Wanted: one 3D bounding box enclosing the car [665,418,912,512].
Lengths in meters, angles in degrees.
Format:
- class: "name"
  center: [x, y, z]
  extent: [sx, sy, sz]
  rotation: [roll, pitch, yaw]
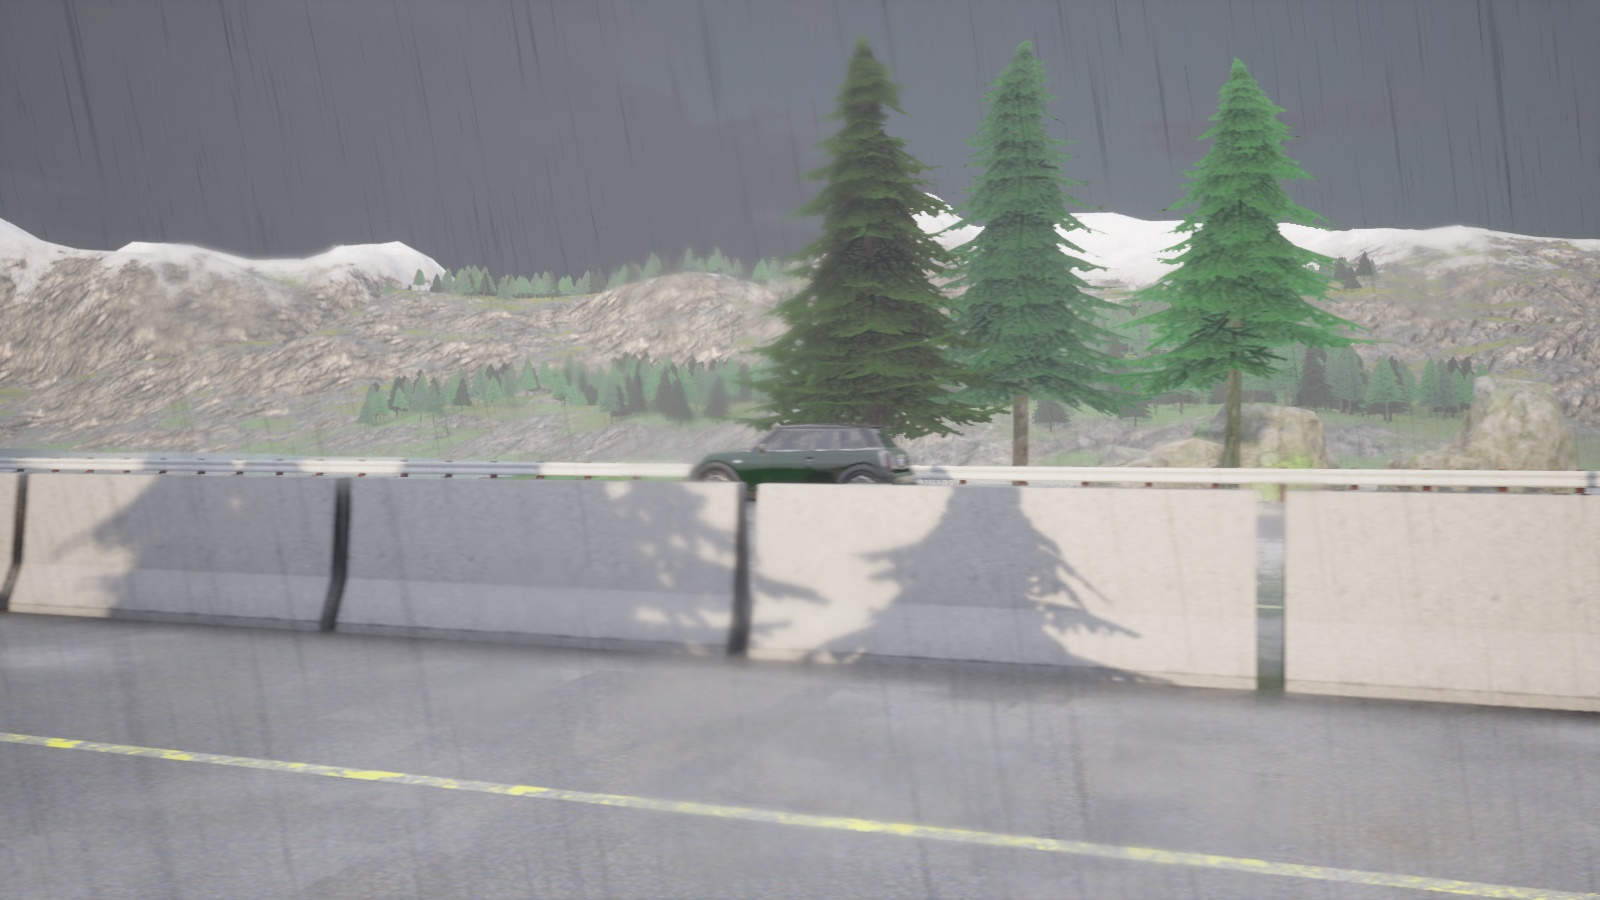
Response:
- class: "car"
  center: [-0.209, 0.254, 25.418]
  extent: [4.553, 1.767, 2.097]
  rotation: [1, 1, 19]
